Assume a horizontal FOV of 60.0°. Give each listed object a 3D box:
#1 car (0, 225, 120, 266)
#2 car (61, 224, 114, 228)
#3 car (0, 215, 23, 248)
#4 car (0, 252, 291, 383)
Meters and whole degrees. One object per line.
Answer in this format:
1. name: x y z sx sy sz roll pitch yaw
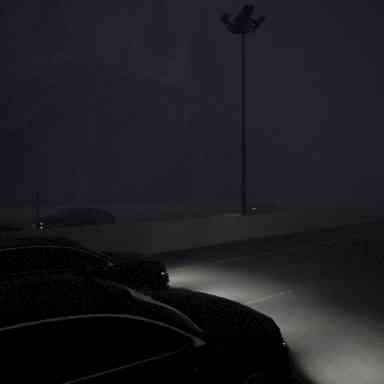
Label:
1. car: -2.711 1.566 6.081 4.892 1.490 1.837 1 0 -37
2. car: -7.154 1.699 20.556 4.892 1.490 1.837 0 0 -38
3. car: -9.939 1.758 14.137 4.718 1.301 1.895 0 -1 -35
4. car: -1.176 1.536 2.868 4.892 1.490 1.837 0 0 -36
